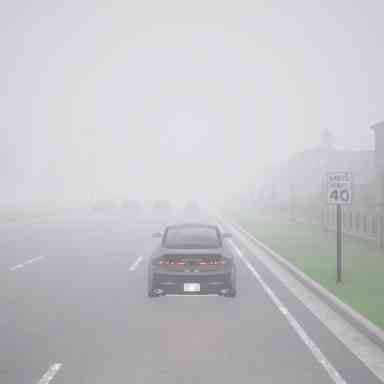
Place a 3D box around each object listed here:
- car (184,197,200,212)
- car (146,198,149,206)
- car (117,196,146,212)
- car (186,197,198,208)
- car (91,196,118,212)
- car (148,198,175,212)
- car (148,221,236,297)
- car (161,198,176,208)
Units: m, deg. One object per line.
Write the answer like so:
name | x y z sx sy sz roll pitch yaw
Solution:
car | -0.001 1.547 39.148 2.033 1.411 5.357 0 0 0
car | -7.002 1.564 49.568 1.994 1.385 4.181 0 0 0
car | -7.001 1.477 39.148 1.882 1.535 5.008 0 0 0
car | -0.002 1.526 49.568 1.812 1.442 4.674 0 0 0
car | -10.501 1.564 39.531 1.994 1.385 4.181 0 0 0
car | -3.501 1.491 39.148 2.128 1.511 4.902 0 0 0
car | 0.000 1.504 8.535 1.837 1.490 4.892 0 0 0
car | -3.501 1.601 49.622 1.895 1.301 4.718 0 0 0
